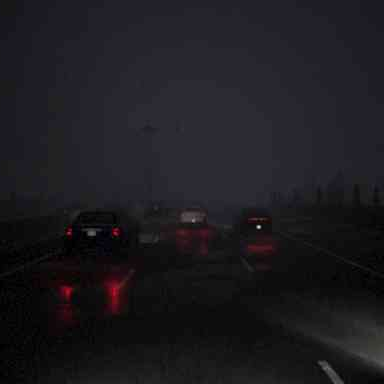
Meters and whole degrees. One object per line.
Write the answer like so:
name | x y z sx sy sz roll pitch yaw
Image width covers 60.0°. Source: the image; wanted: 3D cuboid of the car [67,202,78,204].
car | -13.698 1.867 38.561 1.895 1.301 4.718 0 0 4

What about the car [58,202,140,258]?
car | -3.402 1.445 13.401 2.097 1.767 4.553 0 0 0

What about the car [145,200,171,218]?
car | -3.303 1.581 33.079 2.097 1.767 4.553 0 0 2

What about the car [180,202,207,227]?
car | 0.095 1.694 24.289 1.812 1.442 4.674 0 0 0

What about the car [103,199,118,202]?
car | -9.908 1.852 41.706 1.994 1.385 4.181 0 0 6

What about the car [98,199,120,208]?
car | -14.321 1.960 57.470 1.994 1.385 4.181 0 -1 14

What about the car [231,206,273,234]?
car | 3.597 1.646 20.329 1.837 1.490 4.892 0 0 0
